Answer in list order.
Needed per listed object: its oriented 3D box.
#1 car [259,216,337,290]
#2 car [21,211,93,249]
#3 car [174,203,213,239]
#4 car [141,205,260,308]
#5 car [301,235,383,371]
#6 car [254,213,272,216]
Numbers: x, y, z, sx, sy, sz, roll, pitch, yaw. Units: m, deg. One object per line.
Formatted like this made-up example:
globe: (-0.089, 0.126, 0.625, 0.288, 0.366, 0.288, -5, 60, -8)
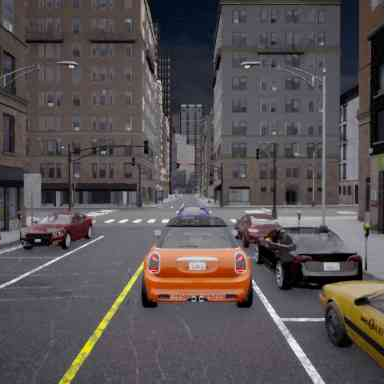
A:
car: (2.866, 1.564, 8.900, 1.947, 1.339, 4.313, -1, 0, 0)
car: (-5.679, 1.541, 14.483, 1.887, 1.381, 4.507, -1, 0, 0)
car: (0.099, 1.473, 18.385, 1.882, 1.535, 5.008, 0, 0, 1)
car: (0.097, 1.350, 8.097, 2.097, 1.767, 4.553, 0, 0, 0)
car: (2.866, 1.524, 3.484, 1.752, 1.417, 4.829, -1, 0, 0)
car: (2.866, 1.578, 14.486, 1.802, 1.307, 4.206, -1, 0, 0)
